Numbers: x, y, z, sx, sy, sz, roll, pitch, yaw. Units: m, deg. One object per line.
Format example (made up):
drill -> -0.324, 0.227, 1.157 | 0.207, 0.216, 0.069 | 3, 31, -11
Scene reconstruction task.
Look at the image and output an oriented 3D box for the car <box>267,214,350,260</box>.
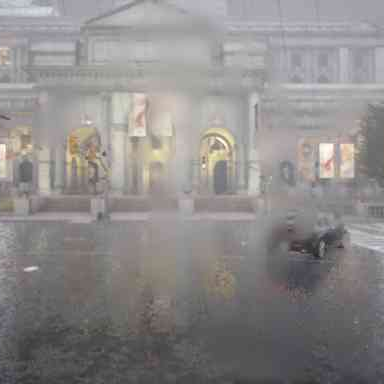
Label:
car -> 4.699, 1.627, 13.173 | 1.837, 1.490, 4.892 | -3, -2, 40
